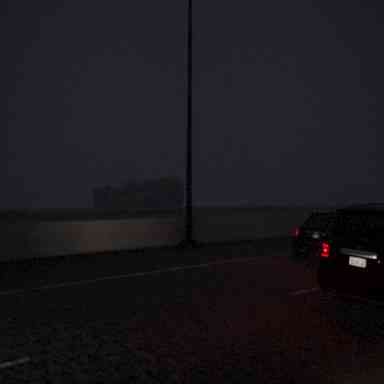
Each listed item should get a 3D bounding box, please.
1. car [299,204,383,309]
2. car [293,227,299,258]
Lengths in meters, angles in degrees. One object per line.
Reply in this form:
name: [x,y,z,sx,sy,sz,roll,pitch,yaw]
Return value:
car: [5.054,1.267,6.981,5.566,2.045,2.150,0,0,-32]
car: [5.649,1.409,11.410,4.553,1.767,2.097,0,0,-31]
